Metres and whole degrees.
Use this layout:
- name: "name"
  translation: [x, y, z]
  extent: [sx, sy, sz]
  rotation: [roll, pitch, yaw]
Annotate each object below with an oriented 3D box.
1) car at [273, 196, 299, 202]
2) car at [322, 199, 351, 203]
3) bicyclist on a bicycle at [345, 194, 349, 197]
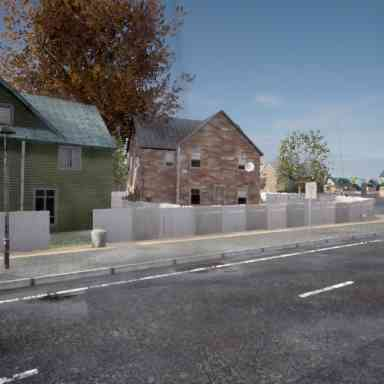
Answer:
- name: "car"
  translation: [12.940, 1.010, 46.192]
  extent: [1.882, 1.535, 5.008]
  rotation: [1, 0, -20]
- name: "car"
  translation: [16.256, 1.190, 36.867]
  extent: [1.837, 1.490, 4.892]
  rotation: [1, 1, -20]
- name: "bicyclist on a bicycle"
  translation: [20.169, 1.036, 43.373]
  extent: [1.656, 1.620, 0.582]
  rotation: [1, 0, -20]
